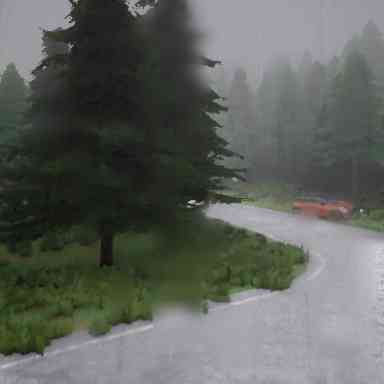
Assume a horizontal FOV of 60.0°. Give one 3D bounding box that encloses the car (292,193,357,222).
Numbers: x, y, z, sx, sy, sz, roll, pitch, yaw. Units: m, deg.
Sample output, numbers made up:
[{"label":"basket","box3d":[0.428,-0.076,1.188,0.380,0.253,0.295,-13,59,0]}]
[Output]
[{"label":"car","box3d":[9.849,0.955,24.885,2.097,1.767,4.553,-17,13,-39]}]
